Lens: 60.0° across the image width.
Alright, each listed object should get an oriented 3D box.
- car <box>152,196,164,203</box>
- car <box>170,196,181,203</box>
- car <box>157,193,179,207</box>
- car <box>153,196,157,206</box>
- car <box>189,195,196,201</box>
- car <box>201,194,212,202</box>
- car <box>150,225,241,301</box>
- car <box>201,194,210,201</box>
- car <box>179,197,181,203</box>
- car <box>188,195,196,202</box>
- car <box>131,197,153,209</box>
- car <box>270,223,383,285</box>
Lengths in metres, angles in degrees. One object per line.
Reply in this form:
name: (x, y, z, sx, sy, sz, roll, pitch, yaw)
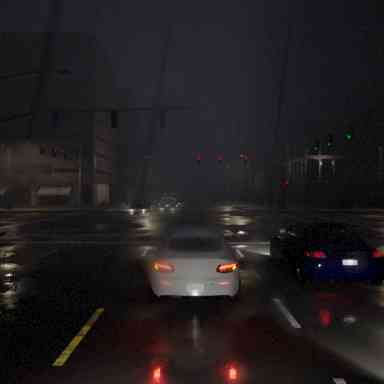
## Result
car: (-6.966, 1.564, 68.399, 1.994, 1.385, 4.181, 0, 0, 0)
car: (-3.458, 1.553, 70.428, 1.994, 1.385, 4.181, 0, 0, 0)
car: (-3.557, 1.222, 50.588, 2.150, 2.045, 5.566, 0, 0, 0)
car: (-7.053, 1.547, 55.869, 2.033, 1.411, 5.357, 0, 0, 0)
car: (0.052, 1.493, 87.208, 1.812, 1.442, 4.674, 0, 0, 0)
car: (3.547, 1.546, 78.436, 1.994, 1.385, 4.181, 0, 0, 0)
car: (0.075, 1.526, 8.171, 1.812, 1.442, 4.674, 0, 0, 0)
car: (3.552, 1.316, 86.961, 2.097, 1.767, 4.553, 0, 0, 0)
car: (-3.534, 1.478, 60.591, 1.882, 1.535, 5.008, 0, 0, 0)
car: (0.047, 1.518, 77.881, 2.128, 1.511, 4.902, 0, 0, 0)
car: (-7.095, 1.478, 46.105, 1.882, 1.535, 5.008, 0, 0, 1)
car: (3.584, 1.564, 9.538, 1.994, 1.385, 4.181, 0, 0, 0)
